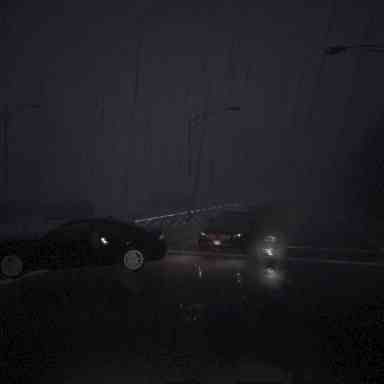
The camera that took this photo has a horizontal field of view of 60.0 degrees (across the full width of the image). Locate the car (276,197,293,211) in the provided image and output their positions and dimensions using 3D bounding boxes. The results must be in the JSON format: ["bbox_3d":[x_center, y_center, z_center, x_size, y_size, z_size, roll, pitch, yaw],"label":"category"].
[{"bbox_3d":[11.762,1.484,42.047,1.837,1.490,4.892,0,0,19],"label":"car"}]

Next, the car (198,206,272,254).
[{"bbox_3d":[1.851,1.514,13.856,1.812,1.442,4.674,0,0,25],"label":"car"}]

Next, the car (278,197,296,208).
[{"bbox_3d":[13.656,1.469,47.619,2.128,1.511,4.902,0,0,19],"label":"car"}]

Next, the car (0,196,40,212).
[{"bbox_3d":[-15.041,1.356,29.404,3.806,1.475,1.970,0,0,19],"label":"car"}]

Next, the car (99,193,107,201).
[{"bbox_3d":[-20.043,1.015,70.952,3.866,1.878,1.905,0,0,19],"label":"car"}]

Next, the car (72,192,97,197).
[{"bbox_3d":[-18.333,1.250,53.743,4.514,1.523,2.007,0,0,19],"label":"car"}]

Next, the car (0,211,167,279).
[{"bbox_3d":[-3.261,1.475,9.843,5.008,1.535,1.882,0,0,-15],"label":"car"}]

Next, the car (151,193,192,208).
[{"bbox_3d":[-2.864,1.075,41.745,4.605,1.855,1.932,0,0,19],"label":"car"}]

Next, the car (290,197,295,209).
[{"bbox_3d":[9.877,1.545,36.495,1.994,1.385,4.181,0,0,19],"label":"car"}]

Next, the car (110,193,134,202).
[{"bbox_3d":[-13.651,1.047,65.308,4.605,1.855,1.932,0,0,19],"label":"car"}]

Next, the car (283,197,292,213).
[{"bbox_3d":[7.824,1.487,30.461,1.837,1.490,4.892,0,0,19],"label":"car"}]

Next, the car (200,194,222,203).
[{"bbox_3d":[3.556,1.203,62.923,3.806,1.475,1.970,0,0,19],"label":"car"}]

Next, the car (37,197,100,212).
[{"bbox_3d":[-8.974,1.356,24.194,3.633,1.501,1.845,0,0,19],"label":"car"}]

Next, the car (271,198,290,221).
[{"bbox_3d":[5.934,1.475,24.902,2.128,1.511,4.902,0,0,19],"label":"car"}]

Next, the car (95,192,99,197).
[{"bbox_3d":[-21.692,1.299,68.001,3.806,1.475,1.970,0,0,19],"label":"car"}]

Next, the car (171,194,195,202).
[{"bbox_3d":[-1.939,1.259,68.659,4.514,1.523,2.007,0,0,19],"label":"car"}]

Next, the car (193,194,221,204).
[{"bbox_3d":[1.798,1.127,56.743,5.027,1.636,2.152,0,0,19],"label":"car"}]

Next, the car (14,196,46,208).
[{"bbox_3d":[-21.589,1.274,44.296,3.633,1.501,1.845,0,0,19],"label":"car"}]

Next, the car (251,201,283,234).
[{"bbox_3d":[4.010,1.490,19.260,1.837,1.490,4.892,0,0,19],"label":"car"}]
